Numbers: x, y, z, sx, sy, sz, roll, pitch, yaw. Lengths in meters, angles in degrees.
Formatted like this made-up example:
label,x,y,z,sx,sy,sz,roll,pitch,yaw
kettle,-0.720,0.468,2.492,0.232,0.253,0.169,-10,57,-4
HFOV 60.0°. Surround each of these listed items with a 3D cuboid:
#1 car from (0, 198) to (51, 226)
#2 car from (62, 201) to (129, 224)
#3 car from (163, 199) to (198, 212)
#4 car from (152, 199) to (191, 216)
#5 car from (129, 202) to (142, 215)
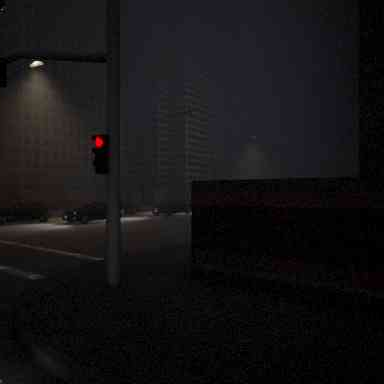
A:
label,x,y,z,sx,sy,sz,roll,pitch,yaw
car,-12.638,1.352,23.772,2.097,1.767,4.553,0,0,36
car,-7.377,1.505,25.101,1.837,1.490,4.892,0,0,36
car,-1.301,1.564,39.451,1.994,1.385,4.181,0,0,36
car,-1.877,1.491,32.698,2.128,1.511,4.902,0,0,36
car,-7.099,1.547,31.458,2.033,1.411,5.357,0,0,36
